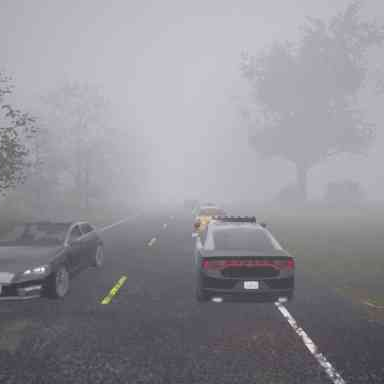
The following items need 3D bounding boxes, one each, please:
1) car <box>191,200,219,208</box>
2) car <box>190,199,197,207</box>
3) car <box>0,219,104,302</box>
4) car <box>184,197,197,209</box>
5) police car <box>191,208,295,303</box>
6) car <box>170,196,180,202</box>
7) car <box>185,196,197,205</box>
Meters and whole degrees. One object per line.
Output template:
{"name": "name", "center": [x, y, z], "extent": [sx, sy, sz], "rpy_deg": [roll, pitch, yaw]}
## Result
{"name": "car", "center": [1.002, 1.448, 18.474], "extent": [1.801, 1.575, 5.366], "rpy_deg": [0, 0, 0]}
{"name": "car", "center": [0.986, 1.514, 24.285], "extent": [1.812, 1.442, 4.674], "rpy_deg": [0, 0, 0]}
{"name": "car", "center": [-3.622, 1.489, 8.456], "extent": [2.128, 1.511, 4.902], "rpy_deg": [0, 0, 0]}
{"name": "car", "center": [-0.082, 1.441, 45.636], "extent": [1.882, 1.535, 5.008], "rpy_deg": [0, 0, 0]}
{"name": "police car", "center": [1.028, 1.422, 8.393], "extent": [1.930, 1.638, 5.238], "rpy_deg": [0, 0, 0]}
{"name": "car", "center": [-3.688, 1.474, 70.973], "extent": [1.994, 1.385, 4.181], "rpy_deg": [0, 0, 0]}
{"name": "car", "center": [-0.158, 1.500, 59.655], "extent": [1.994, 1.385, 4.181], "rpy_deg": [0, 0, 0]}
